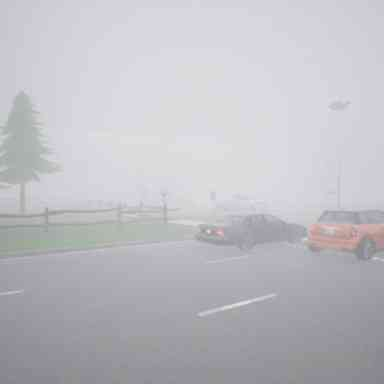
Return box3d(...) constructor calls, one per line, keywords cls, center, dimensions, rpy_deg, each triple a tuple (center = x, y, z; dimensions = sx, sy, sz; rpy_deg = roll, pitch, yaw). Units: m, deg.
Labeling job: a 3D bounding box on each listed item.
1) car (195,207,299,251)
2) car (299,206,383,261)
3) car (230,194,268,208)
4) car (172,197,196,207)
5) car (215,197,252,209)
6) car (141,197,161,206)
box3d(cls="car", center=(2.684, 1.577, 14.265), dimensions=(5.357, 1.411, 2.033), rpy_deg=(0, 0, -35))
box3d(cls="car", center=(6.493, 1.388, 12.682), dimensions=(4.553, 1.767, 2.097), rpy_deg=(0, 0, -35))
box3d(cls="car", center=(6.910, 1.307, 41.577), dimensions=(2.150, 2.045, 5.566), rpy_deg=(0, 0, -36))
box3d(cls="car", center=(-1.343, 1.562, 53.406), dimensions=(1.882, 1.535, 5.008), rpy_deg=(0, 0, -35))
box3d(cls="car", center=(4.536, 1.637, 38.874), dimensions=(1.994, 1.385, 4.181), rpy_deg=(0, 0, -35))
box3d(cls="car", center=(-7.071, 1.590, 55.556), dimensions=(1.837, 1.490, 4.892), rpy_deg=(0, -1, -35))
